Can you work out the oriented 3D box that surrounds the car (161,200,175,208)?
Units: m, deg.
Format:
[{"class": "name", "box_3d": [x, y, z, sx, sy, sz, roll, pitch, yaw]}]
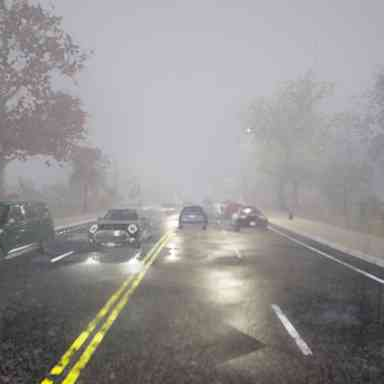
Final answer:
[{"class": "car", "box_3d": [-4.082, 2.054, 57.960, 1.895, 1.301, 4.718, 0, 0, 5]}]

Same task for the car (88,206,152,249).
[{"class": "car", "box_3d": [-3.132, 1.485, 15.282, 2.097, 1.767, 4.553, 0, 0, 1]}]

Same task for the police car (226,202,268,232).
[{"class": "police car", "box_3d": [3.633, 1.693, 21.872, 2.038, 1.542, 4.974, 0, 0, 2]}]

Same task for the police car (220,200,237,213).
[{"class": "police car", "box_3d": [4.695, 1.854, 43.694, 2.038, 1.542, 4.974, 0, 0, 4]}]

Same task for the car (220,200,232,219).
[{"class": "car", "box_3d": [4.079, 1.749, 32.787, 1.882, 1.535, 5.008, 0, 0, 3]}]

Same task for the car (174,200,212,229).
[{"class": "car", "box_3d": [0.183, 1.632, 23.529, 2.033, 1.649, 4.856, 0, 0, 4]}]

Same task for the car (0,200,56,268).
[{"class": "car", "box_3d": [-6.488, 1.318, 10.948, 2.150, 2.045, 5.566, 0, 0, 1]}]

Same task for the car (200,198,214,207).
[{"class": "car", "box_3d": [3.088, 1.965, 63.634, 1.882, 1.535, 5.008, 0, -1, 6]}]
